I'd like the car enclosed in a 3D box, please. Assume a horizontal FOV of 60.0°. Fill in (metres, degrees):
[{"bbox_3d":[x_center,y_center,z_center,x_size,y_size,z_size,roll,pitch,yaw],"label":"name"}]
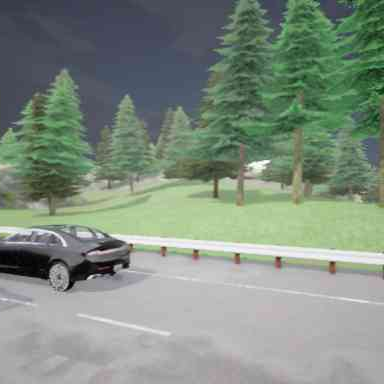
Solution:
[{"bbox_3d":[-3.990,1.655,9.271,4.902,1.511,2.128,0,-1,26],"label":"car"}]
